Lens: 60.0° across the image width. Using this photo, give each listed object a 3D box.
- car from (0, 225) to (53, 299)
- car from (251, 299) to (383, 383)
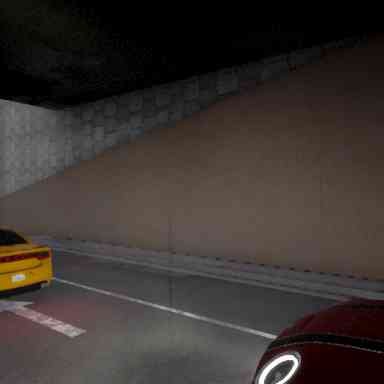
[{"bbox_3d":[-5.302,1.478,7.773,5.008,1.535,1.882,0,0,36],"label":"car"},{"bbox_3d":[2.614,1.353,2.005,4.553,1.767,2.097,0,0,37],"label":"car"}]
